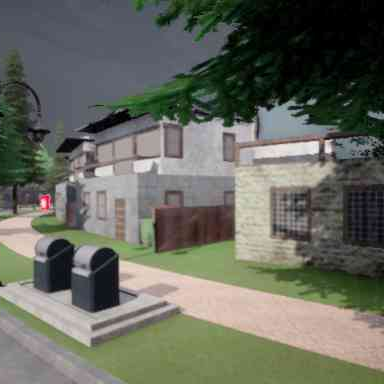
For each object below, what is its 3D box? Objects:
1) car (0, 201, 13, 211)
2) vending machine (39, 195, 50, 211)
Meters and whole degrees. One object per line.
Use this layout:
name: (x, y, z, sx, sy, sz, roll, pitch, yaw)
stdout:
car: (-27.122, 1.942, 47.064, 1.895, 1.301, 4.718, 0, 0, 1)
vending machine: (-19.782, 1.485, 44.754, 1.100, 2.100, 0.880, 0, 0, -2)
